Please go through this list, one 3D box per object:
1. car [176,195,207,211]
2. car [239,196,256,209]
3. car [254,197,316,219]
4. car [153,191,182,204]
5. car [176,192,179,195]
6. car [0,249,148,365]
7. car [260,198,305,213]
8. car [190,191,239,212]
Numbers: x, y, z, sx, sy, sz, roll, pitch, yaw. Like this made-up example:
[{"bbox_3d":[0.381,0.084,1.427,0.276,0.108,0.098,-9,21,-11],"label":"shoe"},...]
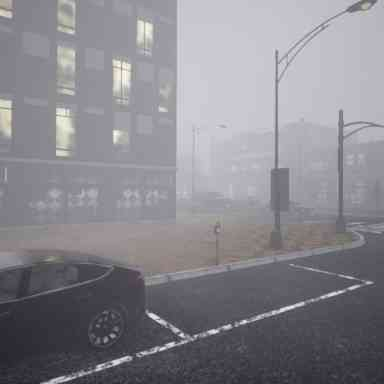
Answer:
[{"bbox_3d":[-0.785,1.231,33.721,1.802,1.307,4.206,1,0,-36],"label":"car"},{"bbox_3d":[5.966,1.130,38.690,1.967,1.590,4.097,1,0,-36],"label":"car"},{"bbox_3d":[7.598,1.318,26.690,1.812,1.442,4.674,0,1,-36],"label":"car"},{"bbox_3d":[-3.893,0.793,52.088,2.192,1.841,5.009,1,0,-36],"label":"car"},{"bbox_3d":[-0.611,1.101,47.622,2.008,1.369,4.403,1,0,-36],"label":"car"},{"bbox_3d":[-2.707,1.566,4.623,4.313,1.339,1.947,0,0,-36],"label":"car"},{"bbox_3d":[9.252,1.340,34.222,1.802,1.307,4.206,1,0,-36],"label":"car"},{"bbox_3d":[1.843,0.894,34.512,2.150,2.045,5.566,0,1,-36],"label":"car"}]
